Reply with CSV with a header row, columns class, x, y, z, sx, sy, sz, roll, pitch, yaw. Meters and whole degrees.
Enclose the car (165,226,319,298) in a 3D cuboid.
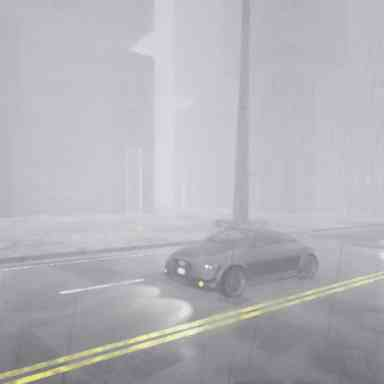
class,x,y,z,sx,sy,sz,roll,pitch,yaw
car,1.392,1.621,8.660,4.181,1.385,1.994,1,0,-35
